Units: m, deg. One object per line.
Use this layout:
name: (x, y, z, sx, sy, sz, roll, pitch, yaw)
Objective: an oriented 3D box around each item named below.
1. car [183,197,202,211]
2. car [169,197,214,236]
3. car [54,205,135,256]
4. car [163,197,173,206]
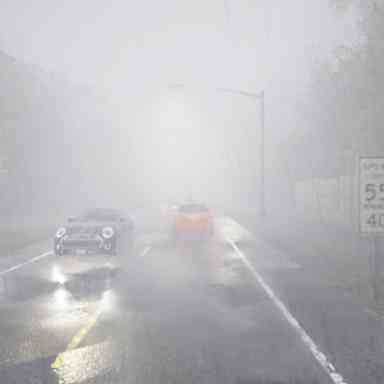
car: (0.098, 1.443, 40.266, 2.128, 1.511, 4.902, 0, 0, 0)
car: (0.073, 1.331, 18.346, 2.097, 1.767, 4.553, 0, 0, 0)
car: (-3.604, 1.346, 13.008, 2.097, 1.767, 4.553, 0, 0, 0)
car: (-3.561, 1.518, 54.115, 1.895, 1.301, 4.718, 0, 0, 1)
